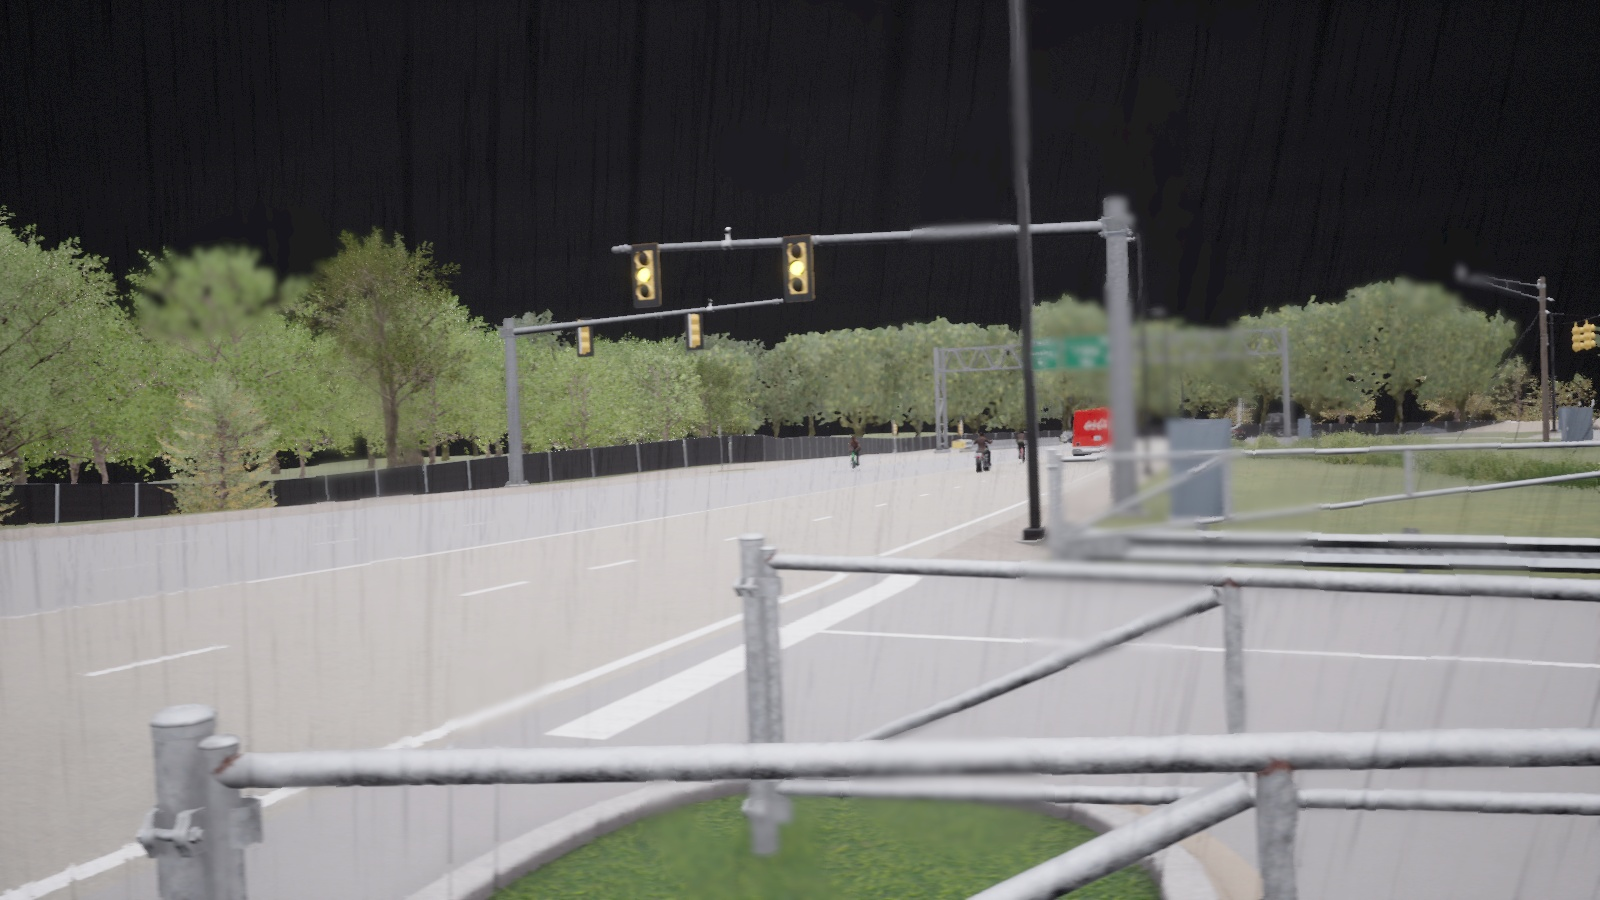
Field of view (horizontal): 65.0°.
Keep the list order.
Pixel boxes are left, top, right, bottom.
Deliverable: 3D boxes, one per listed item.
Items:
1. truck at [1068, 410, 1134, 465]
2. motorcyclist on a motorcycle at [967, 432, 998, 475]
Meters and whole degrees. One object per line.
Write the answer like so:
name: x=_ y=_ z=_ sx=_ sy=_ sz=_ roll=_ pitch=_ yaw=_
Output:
truck: x=14.619 y=-0.592 z=60.757 sx=2.627 sy=2.467 sz=5.204 roll=-1 pitch=0 yaw=18
motorcyclist on a motorcycle: x=7.200 y=0.125 z=49.532 sx=0.766 sy=1.649 sz=2.350 roll=-2 pitch=0 yaw=18
